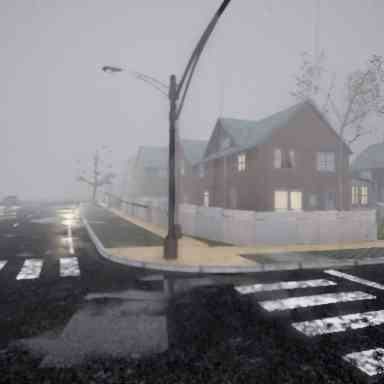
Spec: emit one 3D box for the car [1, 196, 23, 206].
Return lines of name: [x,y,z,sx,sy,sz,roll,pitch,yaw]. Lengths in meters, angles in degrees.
car: [-25.347,1.234,46.965,1.812,1.442,4.674,1,0,-18]
